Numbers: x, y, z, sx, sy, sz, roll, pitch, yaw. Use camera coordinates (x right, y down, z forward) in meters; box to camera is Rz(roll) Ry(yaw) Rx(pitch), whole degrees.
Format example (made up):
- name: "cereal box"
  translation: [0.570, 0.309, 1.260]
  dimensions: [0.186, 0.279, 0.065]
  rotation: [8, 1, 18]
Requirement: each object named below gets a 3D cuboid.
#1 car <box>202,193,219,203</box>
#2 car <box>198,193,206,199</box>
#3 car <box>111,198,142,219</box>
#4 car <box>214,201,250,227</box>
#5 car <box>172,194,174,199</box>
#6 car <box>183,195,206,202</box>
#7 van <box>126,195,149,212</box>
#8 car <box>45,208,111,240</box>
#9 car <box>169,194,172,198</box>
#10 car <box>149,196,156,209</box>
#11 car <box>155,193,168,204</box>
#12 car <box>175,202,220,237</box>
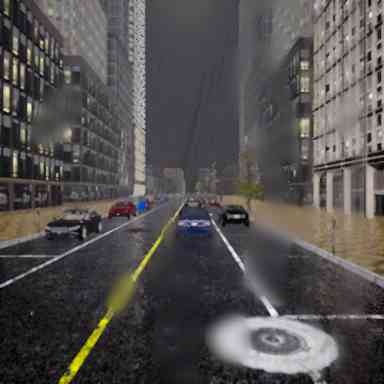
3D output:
- name: "car"
  translation: [2.705, 1.287, 44.860]
  dimensions: [1.967, 1.590, 4.097]
  rotation: [0, 0, 0]
- name: "car"
  translation: [2.717, 1.111, 90.396]
  dimensions: [1.967, 1.590, 4.097]
  rotation: [0, 0, 0]
- name: "car"
  translation: [-5.681, 1.452, 27.801]
  dimensions: [1.887, 1.381, 4.507]
  rotation: [0, 0, 0]
- name: "car"
  translation: [2.698, 1.493, 22.094]
  dimensions: [1.947, 1.339, 4.313]
  rotation: [0, 0, 0]
- name: "car"
  translation: [-5.664, 1.197, 90.244]
  dimensions: [1.752, 1.417, 4.829]
  rotation: [0, 0, 0]
- name: "car"
  translation: [0.108, 1.370, 36.140]
  dimensions: [2.128, 1.511, 4.902]
  rotation: [0, 0, 0]
- name: "van"
  translation: [-5.678, 1.229, 33.493]
  dimensions: [1.690, 1.788, 3.998]
  rotation: [0, 0, 0]
- name: "car"
  translation: [-5.684, 1.497, 16.416]
  dimensions: [2.008, 1.369, 4.403]
  rotation: [0, 0, 0]
- name: "car"
  translation: [-5.670, 1.326, 67.647]
  dimensions: [1.947, 1.339, 4.313]
  rotation: [0, 0, 0]
- name: "car"
  translation: [-5.678, 1.450, 39.186]
  dimensions: [1.802, 1.307, 4.206]
  rotation: [0, 0, 0]
- name: "car"
  translation: [-5.673, 1.244, 56.261]
  dimensions: [1.967, 1.590, 4.097]
  rotation: [0, 0, 0]
- name: "car"
  translation: [0.102, 1.490, 17.453]
  dimensions: [2.033, 1.411, 5.357]
  rotation: [0, 0, 0]
